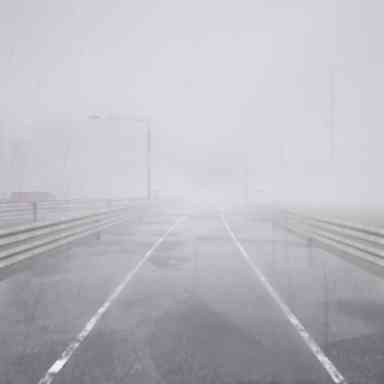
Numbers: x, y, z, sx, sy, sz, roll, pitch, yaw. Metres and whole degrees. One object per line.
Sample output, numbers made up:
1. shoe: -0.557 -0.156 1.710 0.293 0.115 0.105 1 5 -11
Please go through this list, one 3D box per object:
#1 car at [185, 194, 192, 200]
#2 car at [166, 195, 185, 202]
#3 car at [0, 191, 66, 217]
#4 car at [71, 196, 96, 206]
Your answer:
1. car: -2.089 1.410 83.711 1.994 1.385 4.181 0 0 17
2. car: -3.632 1.365 65.855 2.033 1.411 5.357 0 0 16
3. car: -13.093 0.960 28.351 2.150 2.045 5.566 0 0 13
4. car: -15.635 1.309 47.873 1.812 1.442 4.674 0 0 14
